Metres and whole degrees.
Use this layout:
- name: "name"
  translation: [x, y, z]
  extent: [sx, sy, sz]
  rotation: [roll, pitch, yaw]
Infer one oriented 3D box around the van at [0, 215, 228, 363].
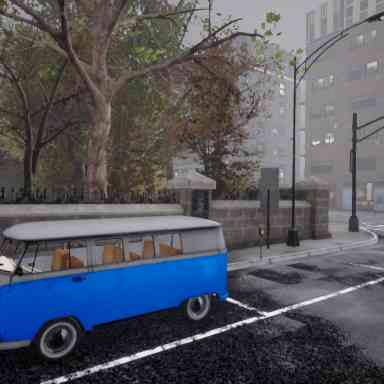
- name: "van"
  translation: [-1.246, 1.342, 5.601]
  extent: [3.998, 1.788, 1.690]
  rotation: [0, 1, -35]
